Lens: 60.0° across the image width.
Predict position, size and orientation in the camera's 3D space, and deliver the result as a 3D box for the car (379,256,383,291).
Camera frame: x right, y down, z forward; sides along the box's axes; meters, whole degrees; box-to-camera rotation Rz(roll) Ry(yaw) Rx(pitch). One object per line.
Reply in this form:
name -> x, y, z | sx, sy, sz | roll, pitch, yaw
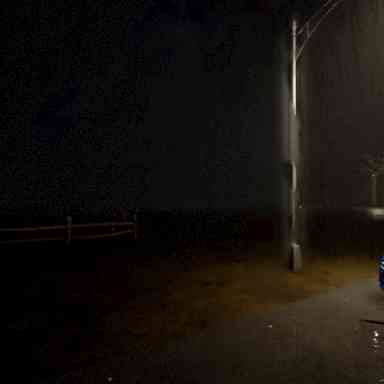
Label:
car -> 6.175, 1.468, 7.539 | 5.008, 1.535, 1.882 | 0, 0, -35
